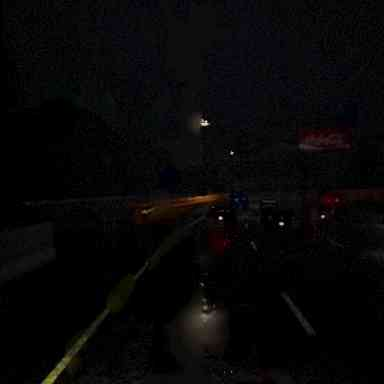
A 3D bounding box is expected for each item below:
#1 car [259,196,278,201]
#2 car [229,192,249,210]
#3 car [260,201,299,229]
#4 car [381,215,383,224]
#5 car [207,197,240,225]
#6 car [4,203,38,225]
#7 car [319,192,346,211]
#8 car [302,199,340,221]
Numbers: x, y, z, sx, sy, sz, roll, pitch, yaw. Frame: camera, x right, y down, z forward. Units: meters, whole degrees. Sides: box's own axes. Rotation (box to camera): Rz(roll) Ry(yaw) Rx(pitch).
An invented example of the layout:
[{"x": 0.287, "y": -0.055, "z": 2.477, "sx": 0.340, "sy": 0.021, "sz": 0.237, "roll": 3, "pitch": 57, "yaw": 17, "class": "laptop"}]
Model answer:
[{"x": 8.860, "y": 1.242, "z": 38.450, "sx": 2.128, "sy": 1.511, "sz": 4.902, "roll": 0, "pitch": 0, "yaw": 12, "class": "car"}, {"x": 5.524, "y": 0.957, "z": 39.588, "sx": 2.150, "sy": 2.045, "sz": 5.566, "roll": 0, "pitch": 0, "yaw": 12, "class": "car"}, {"x": 5.336, "y": 1.467, "z": 20.778, "sx": 1.895, "sy": 1.301, "sz": 4.718, "roll": 0, "pitch": 0, "yaw": 8, "class": "car"}, {"x": 11.895, "y": 1.452, "z": 17.368, "sx": 2.033, "sy": 1.411, "sz": 5.357, "roll": 0, "pitch": 0, "yaw": 8, "class": "car"}, {"x": 2.139, "y": 1.349, "z": 22.807, "sx": 1.837, "sy": 1.490, "sz": 4.892, "roll": 0, "pitch": 0, "yaw": 9, "class": "car"}, {"x": -12.293, "y": 1.418, "z": 22.355, "sx": 1.994, "sy": 1.385, "sz": 4.181, "roll": 0, "pitch": 0, "yaw": 8, "class": "car"}, {"x": 15.858, "y": 0.990, "z": 37.721, "sx": 2.150, "sy": 2.045, "sz": 5.566, "roll": 0, "pitch": 0, "yaw": 12, "class": "car"}, {"x": 9.755, "y": 1.441, "z": 25.863, "sx": 1.895, "sy": 1.301, "sz": 4.718, "roll": 0, "pitch": 0, "yaw": 11, "class": "car"}]
